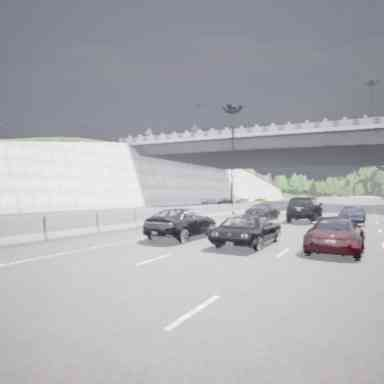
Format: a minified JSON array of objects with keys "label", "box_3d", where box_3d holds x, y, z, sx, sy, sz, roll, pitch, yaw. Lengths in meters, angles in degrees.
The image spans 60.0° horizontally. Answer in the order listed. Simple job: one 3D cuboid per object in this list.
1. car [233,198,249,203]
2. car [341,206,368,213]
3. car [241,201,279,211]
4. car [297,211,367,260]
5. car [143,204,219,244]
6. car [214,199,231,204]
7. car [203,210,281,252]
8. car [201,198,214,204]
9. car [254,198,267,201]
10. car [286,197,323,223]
[{"label":"car","box_3d":[9.968,1.954,65.597,1.812,1.442,4.674,0,0,29]},{"label":"car","box_3d":[12.328,1.789,25.518,2.033,1.411,5.357,0,0,28]},{"label":"car","box_3d":[6.159,1.751,28.826,2.033,1.411,5.357,0,0,28]},{"label":"car","box_3d":[5.725,1.683,13.181,1.994,1.385,4.181,0,0,29]},{"label":"car","box_3d":[-0.452,1.573,16.472,2.128,1.511,4.902,0,0,29]},{"label":"car","box_3d":[6.798,2.007,67.077,1.895,1.301,4.718,0,0,28]},{"label":"car","box_3d":[2.510,1.698,14.596,1.895,1.301,4.718,0,0,29]},{"label":"car","box_3d":[3.602,1.983,68.516,1.895,1.301,4.718,0,0,28]},{"label":"car","box_3d":[13.126,1.927,64.091,1.882,1.535,5.008,0,0,29]},{"label":"car","box_3d":[9.272,1.448,27.220,2.150,2.045,5.566,0,0,28]}]
